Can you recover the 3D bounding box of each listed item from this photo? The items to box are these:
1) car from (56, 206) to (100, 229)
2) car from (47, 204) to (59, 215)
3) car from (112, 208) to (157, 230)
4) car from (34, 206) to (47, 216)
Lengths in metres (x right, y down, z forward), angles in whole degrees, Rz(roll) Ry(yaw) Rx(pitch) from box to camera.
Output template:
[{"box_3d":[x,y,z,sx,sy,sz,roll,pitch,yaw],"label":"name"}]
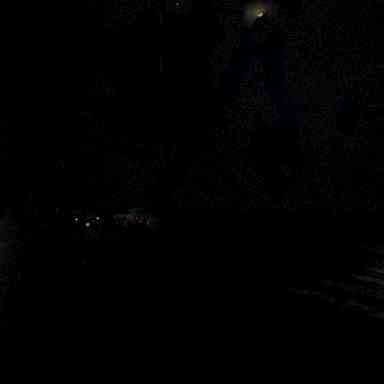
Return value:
[{"box_3d":[-8.359,1.970,24.563,1.895,1.301,4.718,0,-1,-34],"label":"car"},{"box_3d":[-18.769,2.380,45.181,1.994,1.385,4.181,0,-1,-34],"label":"car"},{"box_3d":[-4.141,1.831,23.570,1.812,1.442,4.674,0,-1,-34],"label":"car"},{"box_3d":[-20.149,2.391,42.138,1.895,1.301,4.718,0,-1,-34],"label":"car"}]
